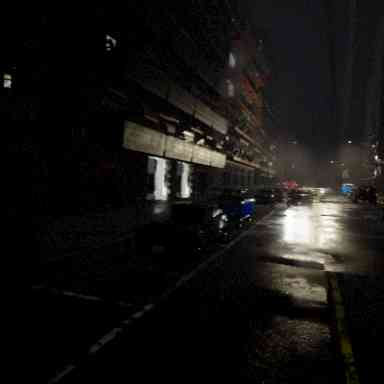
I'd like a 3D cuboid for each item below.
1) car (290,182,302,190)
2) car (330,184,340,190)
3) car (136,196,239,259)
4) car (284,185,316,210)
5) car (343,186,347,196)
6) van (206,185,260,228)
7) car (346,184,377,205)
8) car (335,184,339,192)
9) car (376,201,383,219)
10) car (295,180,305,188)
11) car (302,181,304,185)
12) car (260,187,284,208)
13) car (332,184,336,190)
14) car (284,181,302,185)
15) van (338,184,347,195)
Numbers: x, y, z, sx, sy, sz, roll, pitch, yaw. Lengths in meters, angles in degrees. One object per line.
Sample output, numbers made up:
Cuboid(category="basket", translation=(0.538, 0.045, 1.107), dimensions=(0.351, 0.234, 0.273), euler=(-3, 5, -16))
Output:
Cuboid(category="car", translation=(21.731, -1.283, 69.244), dimensions=(1.967, 1.590, 4.097), euler=(5, 4, 20))
Cuboid(category="car", translation=(35.448, -1.319, 82.262), dimensions=(1.947, 1.339, 4.313), euler=(4, 4, 20))
Cuboid(category="car", translation=(-0.086, 1.013, 10.523), dimensions=(1.947, 1.339, 4.313), euler=(4, 3, 20))
Cuboid(category="car", translation=(8.588, 0.474, 26.196), dimensions=(2.128, 1.511, 4.902), euler=(3, 3, 20))
Cuboid(category="car", translation=(19.619, 0.268, 39.544), dimensions=(2.008, 1.369, 4.403), euler=(4, 4, 20))
Cuboid(category="van", translation=(1.909, 0.596, 15.848), dimensions=(1.690, 1.788, 3.998), euler=(4, 3, 20))
Cuboid(category="car", translation=(17.650, 0.230, 34.193), dimensions=(2.192, 1.841, 5.009), euler=(4, 4, 20))
Cuboid(category="car", translation=(25.544, -0.314, 55.568), dimensions=(1.947, 1.339, 4.313), euler=(4, 4, 20))
Cuboid(category="car", translation=(11.690, 1.049, 18.190), dimensions=(1.887, 1.381, 4.507), euler=(4, 3, 20))
Cuboid(category="car", translation=(27.686, -2.013, 85.251), dimensions=(2.192, 1.841, 5.009), euler=(5, 4, 20))
Cuboid(category="car", translation=(19.755, -1.207, 63.897), dimensions=(2.192, 1.841, 5.009), euler=(5, 4, 20))
Cuboid(category="car", translation=(5.862, 0.414, 26.538), dimensions=(2.008, 1.369, 4.403), euler=(4, 4, 20))
Cuboid(category="car", translation=(29.499, -0.699, 66.248), dimensions=(1.802, 1.307, 4.206), euler=(4, 4, 20))
Cuboid(category="car", translation=(15.790, -0.809, 53.220), dimensions=(2.192, 1.841, 5.009), euler=(4, 4, 20))
Cuboid(category="van", translation=(23.605, -0.337, 50.206), dimensions=(1.690, 1.788, 3.998), euler=(4, 4, 20))
